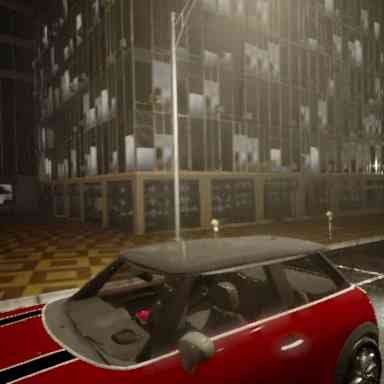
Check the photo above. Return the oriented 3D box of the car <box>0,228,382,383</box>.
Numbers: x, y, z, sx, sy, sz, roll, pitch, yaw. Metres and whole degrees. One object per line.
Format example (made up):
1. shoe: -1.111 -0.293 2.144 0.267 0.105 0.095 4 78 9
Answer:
1. car: -0.175 1.339 3.269 4.553 1.767 2.097 -1 0 -35
